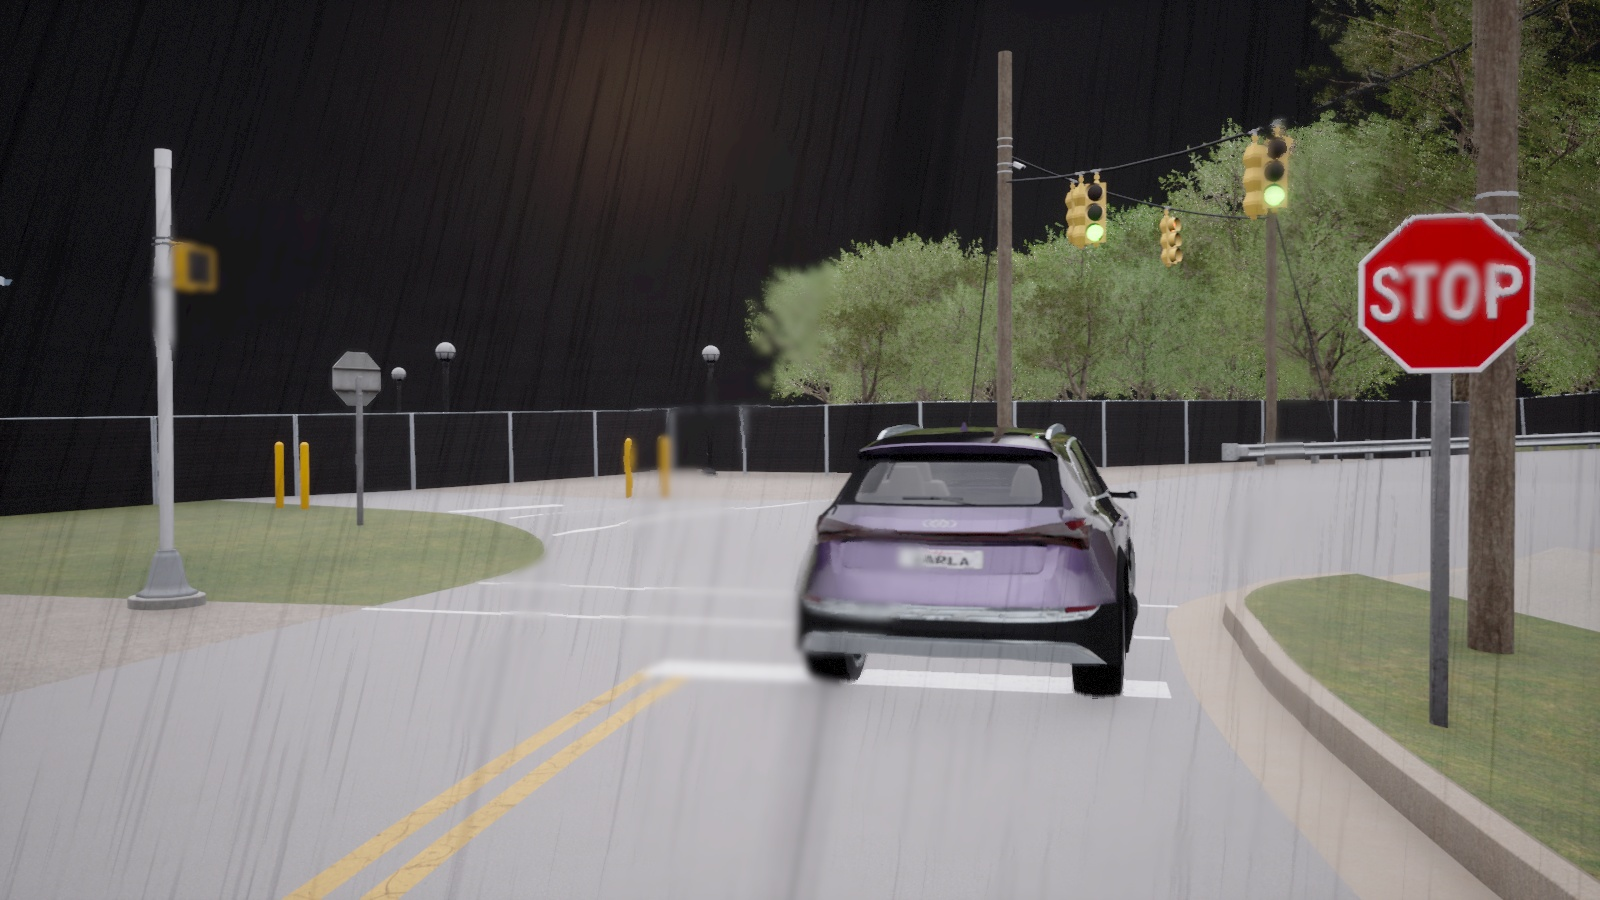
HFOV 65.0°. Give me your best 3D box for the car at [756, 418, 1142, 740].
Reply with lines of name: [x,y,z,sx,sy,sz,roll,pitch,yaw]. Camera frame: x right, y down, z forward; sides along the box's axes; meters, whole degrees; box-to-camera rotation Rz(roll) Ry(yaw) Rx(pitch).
car: [1.389,0.629,9.028,2.033,1.649,4.856,0,1,16]
